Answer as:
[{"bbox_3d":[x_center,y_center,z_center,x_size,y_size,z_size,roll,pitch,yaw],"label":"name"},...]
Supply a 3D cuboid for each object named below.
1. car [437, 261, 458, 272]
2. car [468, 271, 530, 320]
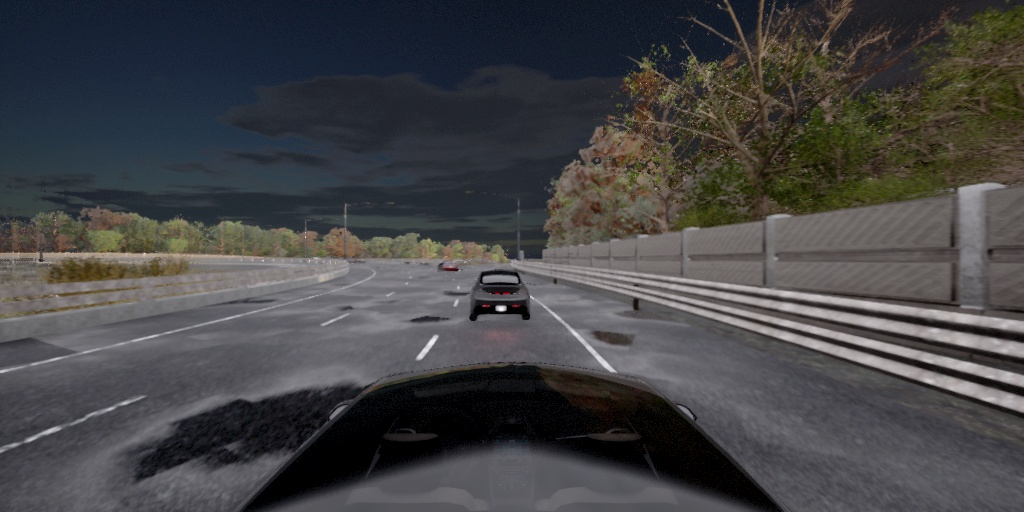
[{"bbox_3d":[-8.361,1.270,46.208,1.994,1.385,4.181,0,0,-22],"label":"car"},{"bbox_3d":[-0.480,1.245,12.624,1.837,1.490,4.892,1,0,-4],"label":"car"}]
